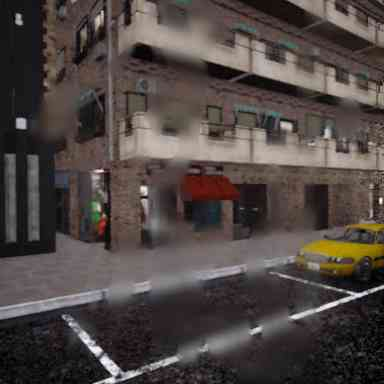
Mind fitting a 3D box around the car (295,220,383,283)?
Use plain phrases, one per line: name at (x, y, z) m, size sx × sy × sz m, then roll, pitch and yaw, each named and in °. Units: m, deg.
car at (4.982, 1.520, 9.662) m, size 4.829 × 1.417 × 1.752 m, roll 0°, pitch -1°, yaw -35°
